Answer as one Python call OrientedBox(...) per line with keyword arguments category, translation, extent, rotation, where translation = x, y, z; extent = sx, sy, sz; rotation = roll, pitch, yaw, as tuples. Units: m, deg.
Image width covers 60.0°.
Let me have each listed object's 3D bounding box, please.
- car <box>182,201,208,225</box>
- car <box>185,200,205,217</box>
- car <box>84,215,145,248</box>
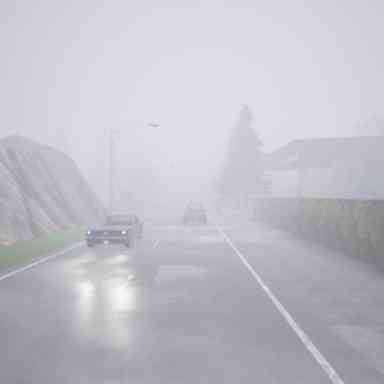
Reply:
OrientedBox(category="car", translation=(0.246, 1.798, 27.266), extent=(2.128, 1.511, 4.902), rotation=(0, -1, 0))
OrientedBox(category="car", translation=(0.304, 1.771, 37.265), extent=(2.097, 1.767, 4.553), rotation=(0, -1, 0))
OrientedBox(category="car", translation=(-3.519, 1.780, 15.844), extent=(1.895, 1.301, 4.718), rotation=(0, -1, 0))
